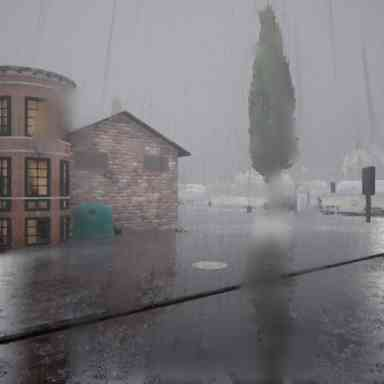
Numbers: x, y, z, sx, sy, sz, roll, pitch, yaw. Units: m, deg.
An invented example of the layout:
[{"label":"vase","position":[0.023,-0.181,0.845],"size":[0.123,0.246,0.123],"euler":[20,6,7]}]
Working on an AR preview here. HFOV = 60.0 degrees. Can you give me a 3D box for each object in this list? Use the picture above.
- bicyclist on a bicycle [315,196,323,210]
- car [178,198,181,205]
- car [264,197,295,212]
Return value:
[{"label":"bicyclist on a bicycle","position":[15.376,1.348,40.196],"size":[1.656,1.620,0.582],"euler":[0,0,-36]},{"label":"car","position":[-3.880,1.506,59.841],"size":[1.837,1.490,4.892],"euler":[0,1,-35]},{"label":"car","position":[10.698,1.351,39.520],"size":[2.097,1.767,4.553],"euler":[0,0,-36]}]
